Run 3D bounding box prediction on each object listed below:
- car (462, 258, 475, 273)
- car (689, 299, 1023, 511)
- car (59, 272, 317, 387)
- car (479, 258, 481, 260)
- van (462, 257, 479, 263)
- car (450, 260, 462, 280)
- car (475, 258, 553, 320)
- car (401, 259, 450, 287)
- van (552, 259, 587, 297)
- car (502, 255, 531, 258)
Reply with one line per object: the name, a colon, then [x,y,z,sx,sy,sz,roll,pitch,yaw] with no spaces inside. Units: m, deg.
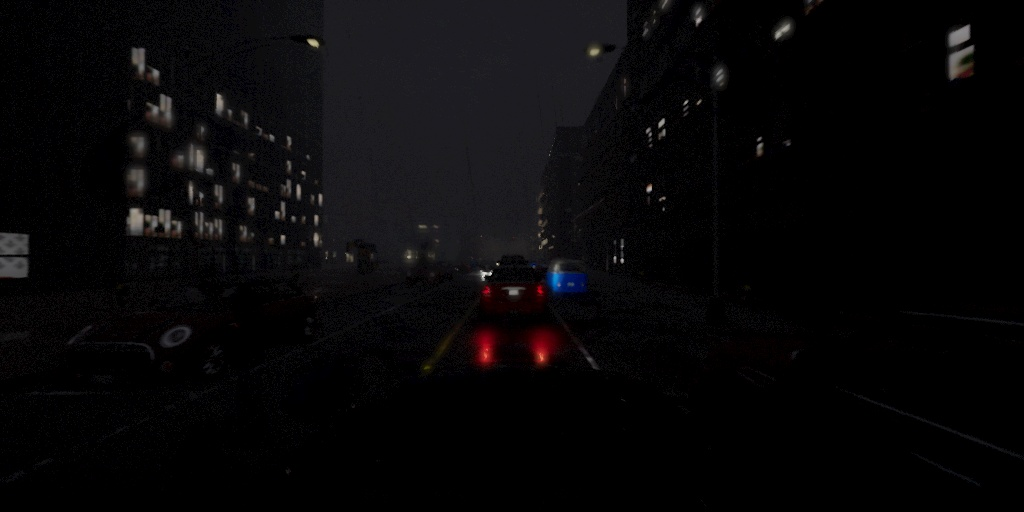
car: [-5.649,1.199,40.849,1.888,1.381,4.507,0,0,0]
car: [2.692,1.065,1.356,2.192,1.841,5.009,0,0,0]
car: [-5.692,1.180,6.974,1.967,1.591,4.097,0,0,0]
car: [-3.080,1.127,46.791,2.128,1.511,4.902,0,0,0]
van: [-5.648,0.977,46.495,1.690,1.789,3.998,0,0,0]
car: [-5.651,1.126,29.558,1.967,1.591,4.097,0,0,0]
car: [0.070,1.079,12.627,2.097,1.767,4.553,0,0,0]
car: [-5.658,1.141,23.912,1.967,1.591,4.097,0,0,0]
van: [2.695,1.055,18.295,1.690,1.789,3.998,0,0,0]
car: [0.070,0.916,27.196,2.150,2.045,5.566,0,0,0]
